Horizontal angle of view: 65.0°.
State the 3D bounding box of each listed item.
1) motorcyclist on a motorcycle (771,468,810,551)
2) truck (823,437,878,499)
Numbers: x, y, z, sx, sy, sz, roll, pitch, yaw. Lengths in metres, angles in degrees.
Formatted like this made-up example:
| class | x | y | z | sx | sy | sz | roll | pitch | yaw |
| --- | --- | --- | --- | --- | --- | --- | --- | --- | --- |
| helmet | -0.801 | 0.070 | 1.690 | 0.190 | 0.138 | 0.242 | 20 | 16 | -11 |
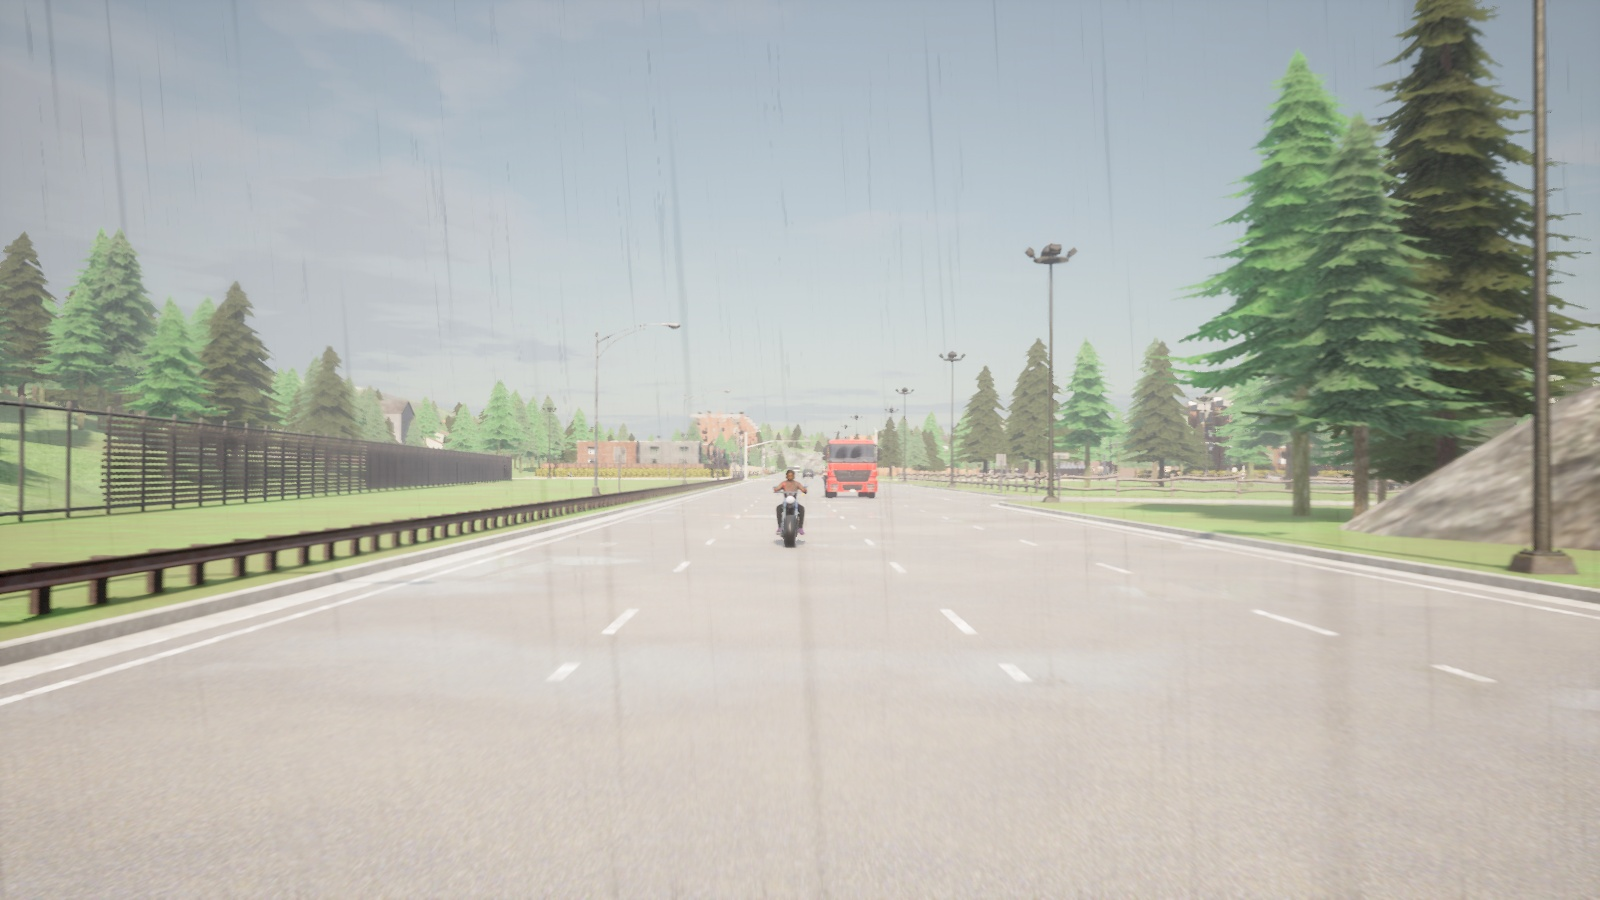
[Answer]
| class | x | y | z | sx | sy | sz | roll | pitch | yaw |
| --- | --- | --- | --- | --- | --- | --- | --- | --- | --- |
| motorcyclist on a motorcycle | -0.200 | 1.201 | 26.087 | 0.766 | 1.649 | 2.350 | 0 | -1 | 0 |
| truck | 2.910 | 1.067 | 74.773 | 2.891 | 3.462 | 7.936 | 0 | -1 | 0 |
